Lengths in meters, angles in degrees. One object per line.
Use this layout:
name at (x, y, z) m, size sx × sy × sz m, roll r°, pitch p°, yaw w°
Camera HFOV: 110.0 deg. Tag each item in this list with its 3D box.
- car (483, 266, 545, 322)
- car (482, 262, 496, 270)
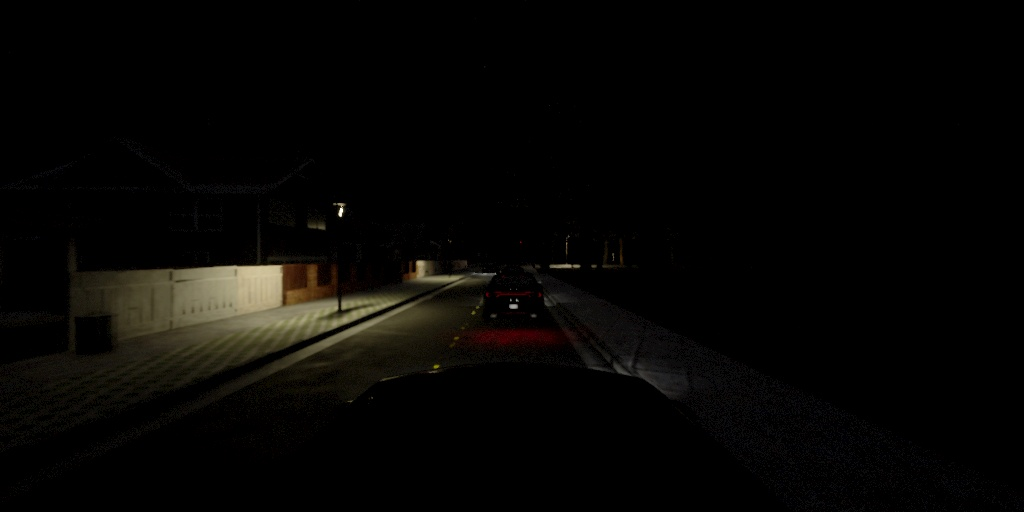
car at (0.063, 1.291, 12.662) m, size 1.882 × 1.535 × 5.008 m, roll 0°, pitch 0°, yaw 0°
car at (-2.850, 1.562, 47.648) m, size 1.812 × 1.442 × 4.674 m, roll 0°, pitch 0°, yaw 0°
